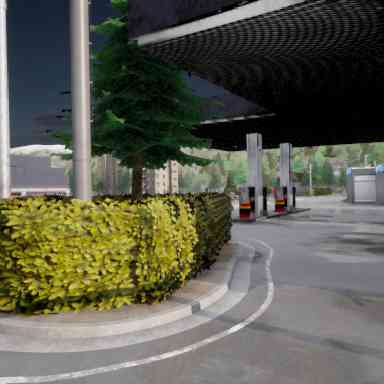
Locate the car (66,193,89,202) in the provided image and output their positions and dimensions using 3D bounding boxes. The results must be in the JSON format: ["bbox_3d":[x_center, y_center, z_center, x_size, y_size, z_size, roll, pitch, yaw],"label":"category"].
[{"bbox_3d":[-22.926,1.103,66.494,4.605,1.855,1.932,-1,1,35],"label":"car"}]

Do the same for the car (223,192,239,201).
[{"bbox_3d":[7.405,0.851,63.928,5.027,1.636,2.152,-1,1,35],"label":"car"}]

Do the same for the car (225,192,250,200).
[{"bbox_3d":[9.177,0.812,66.517,4.514,1.523,2.007,-1,1,35],"label":"car"}]

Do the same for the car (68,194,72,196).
[{"bbox_3d":[-24.271,1.124,63.885,3.866,1.878,1.905,-1,1,35],"label":"car"}]

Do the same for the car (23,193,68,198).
[{"bbox_3d":[-14.795,1.183,33.599,3.866,1.878,1.905,-1,1,35],"label":"car"}]
